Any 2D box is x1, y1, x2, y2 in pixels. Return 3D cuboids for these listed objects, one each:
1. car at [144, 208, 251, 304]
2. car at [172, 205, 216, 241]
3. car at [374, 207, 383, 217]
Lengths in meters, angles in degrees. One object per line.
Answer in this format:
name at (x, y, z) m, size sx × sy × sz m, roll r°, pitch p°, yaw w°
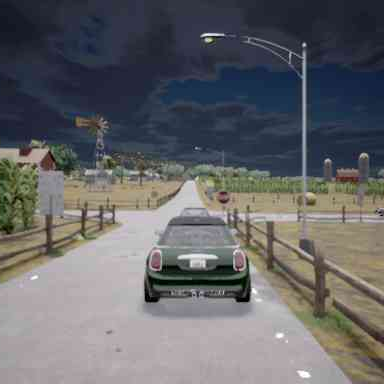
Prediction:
car at (0.110, 1.352, 8.326) m, size 2.097 × 1.767 × 4.553 m, roll 0°, pitch 0°, yaw 0°
car at (0.165, 1.546, 18.052) m, size 2.033 × 1.411 × 5.357 m, roll 0°, pitch 0°, yaw 2°
car at (20.780, 1.820, 33.104) m, size 4.892 × 1.490 × 1.837 m, roll 1°, pitch 2°, yaw 0°
